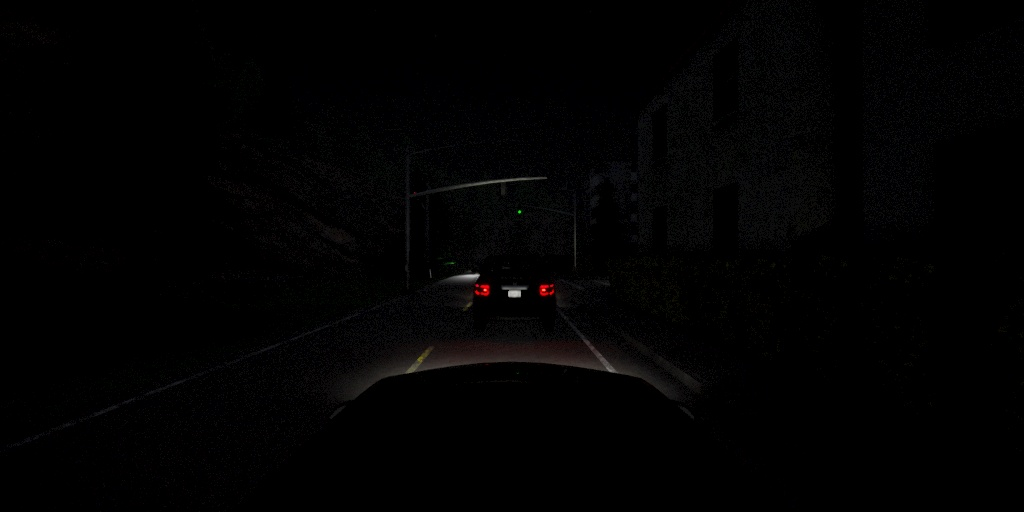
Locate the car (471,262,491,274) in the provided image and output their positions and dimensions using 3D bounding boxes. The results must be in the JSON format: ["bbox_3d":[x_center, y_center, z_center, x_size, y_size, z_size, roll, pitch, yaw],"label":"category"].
[{"bbox_3d":[-3.590,1.351,42.081,1.895,1.301,4.718,0,0,1],"label":"car"}]

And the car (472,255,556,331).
[{"bbox_3d":[0.066,0.973,11.177,2.150,2.045,5.566,0,0,0],"label":"car"}]

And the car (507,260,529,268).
[{"bbox_3d":[1.074,1.350,64.866,1.895,1.301,4.718,0,0,31],"label":"car"}]

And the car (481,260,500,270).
[{"bbox_3d":[-3.062,1.276,52.121,1.812,1.442,4.674,0,0,8],"label":"car"}]
